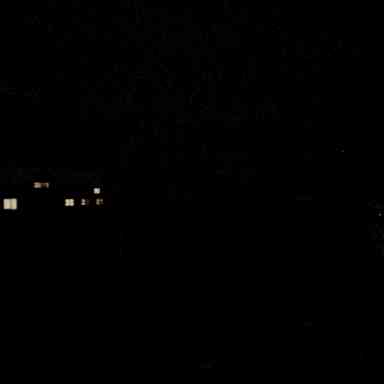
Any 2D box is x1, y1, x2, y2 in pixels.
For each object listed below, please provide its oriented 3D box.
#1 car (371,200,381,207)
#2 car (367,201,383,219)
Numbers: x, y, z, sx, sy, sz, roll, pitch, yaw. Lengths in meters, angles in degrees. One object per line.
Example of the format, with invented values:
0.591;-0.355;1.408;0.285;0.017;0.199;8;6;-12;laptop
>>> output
42.651;2.694;77.285;1.801;1.575;5.366;-2;-2;27;car
19.440;2.014;34.521;1.812;1.442;4.674;-2;-1;28;car
